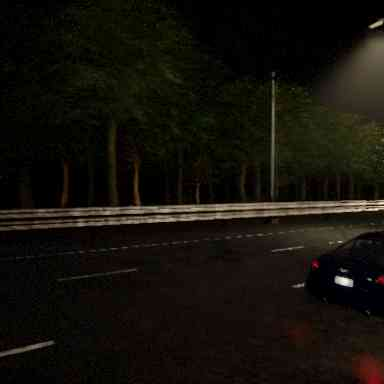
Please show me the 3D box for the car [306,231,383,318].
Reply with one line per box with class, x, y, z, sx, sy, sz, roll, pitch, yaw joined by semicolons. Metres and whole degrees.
car;4.345;1.538;6.921;4.181;1.385;1.994;0;0;-33
